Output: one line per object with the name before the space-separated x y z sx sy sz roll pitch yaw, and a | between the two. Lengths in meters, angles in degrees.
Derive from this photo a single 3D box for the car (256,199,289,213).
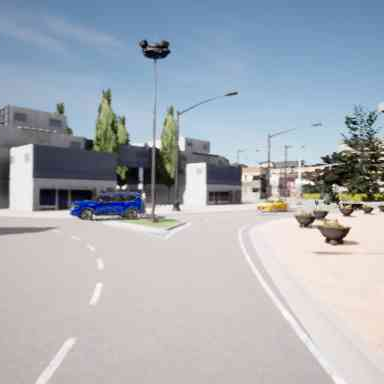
car | 9.195 1.520 37.850 1.882 1.535 5.008 1 0 44

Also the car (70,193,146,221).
car | -6.345 1.084 25.433 5.566 2.045 2.150 1 1 -24

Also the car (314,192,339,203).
car | 19.948 1.002 48.950 2.150 2.045 5.566 1 0 44

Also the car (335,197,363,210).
car | 22.021 1.797 45.927 1.895 1.301 4.718 1 0 44
